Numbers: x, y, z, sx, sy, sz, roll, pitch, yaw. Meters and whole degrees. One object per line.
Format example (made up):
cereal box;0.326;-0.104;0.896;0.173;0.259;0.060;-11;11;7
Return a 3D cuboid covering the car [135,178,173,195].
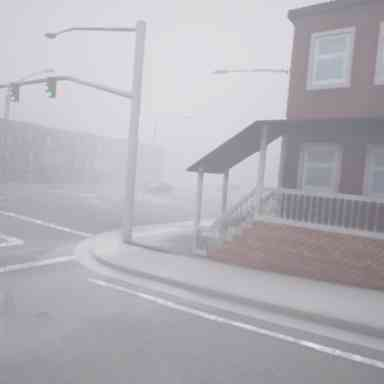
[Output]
car;-4.035;-0.490;38.846;1.812;1.442;4.674;7;4;35

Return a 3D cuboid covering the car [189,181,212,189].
car;2.185;-1.440;65.241;5.357;1.411;2.033;4;3;-2

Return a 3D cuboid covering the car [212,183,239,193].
car;5.649;-0.716;52.107;1.882;1.535;5.008;7;4;36
